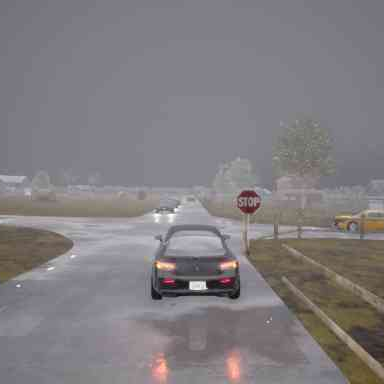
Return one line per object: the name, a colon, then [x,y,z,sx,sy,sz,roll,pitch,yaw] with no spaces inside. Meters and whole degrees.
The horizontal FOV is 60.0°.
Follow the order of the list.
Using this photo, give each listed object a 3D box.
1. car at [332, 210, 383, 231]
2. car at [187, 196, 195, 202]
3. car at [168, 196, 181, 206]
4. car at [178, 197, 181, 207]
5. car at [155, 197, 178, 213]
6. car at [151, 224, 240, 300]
car: [12.566,2.030,23.627,5.008,1.535,1.882,2,0,-2]
car: [-0.163,1.563,78.508,1.882,1.535,5.008,0,0,0]
car: [-2.953,1.526,57.627,1.882,1.535,5.008,0,0,0]
car: [-2.937,1.597,47.148,1.994,1.385,4.181,0,0,0]
car: [-2.926,1.529,37.184,1.837,1.490,4.892,0,0,0]
car: [0.030,1.528,8.309,1.812,1.442,4.674,0,0,-2]
